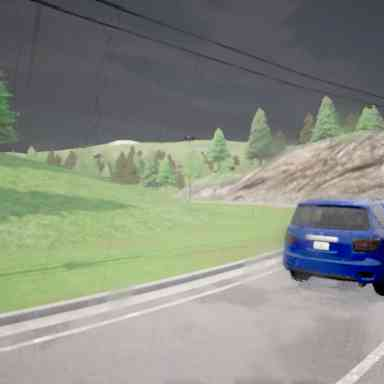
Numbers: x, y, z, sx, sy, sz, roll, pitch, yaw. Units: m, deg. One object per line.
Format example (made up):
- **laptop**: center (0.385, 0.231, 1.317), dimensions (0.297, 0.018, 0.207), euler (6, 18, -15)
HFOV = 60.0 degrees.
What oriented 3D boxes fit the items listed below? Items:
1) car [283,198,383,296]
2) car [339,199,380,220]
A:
- **car**: center (4.438, 1.166, 8.836), dimensions (2.150, 2.045, 5.566), euler (0, 1, 42)
- **car**: center (13.886, 1.367, 27.947), dimensions (2.033, 1.411, 5.357), euler (0, 0, 15)
